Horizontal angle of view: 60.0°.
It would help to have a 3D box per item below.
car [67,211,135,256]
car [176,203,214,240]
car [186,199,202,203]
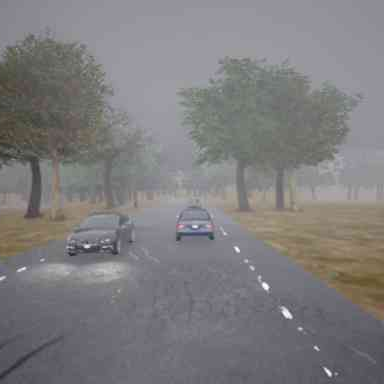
[{"bbox_3d":[-3.569,1.611,13.765,1.837,1.490,4.892,-1,0,0],"label":"car"},{"bbox_3d":[0.145,1.553,17.264,2.033,1.411,5.357,-1,1,0],"label":"car"},{"bbox_3d":[0.254,1.551,42.002,2.033,1.411,5.357,0,0,0],"label":"car"}]
